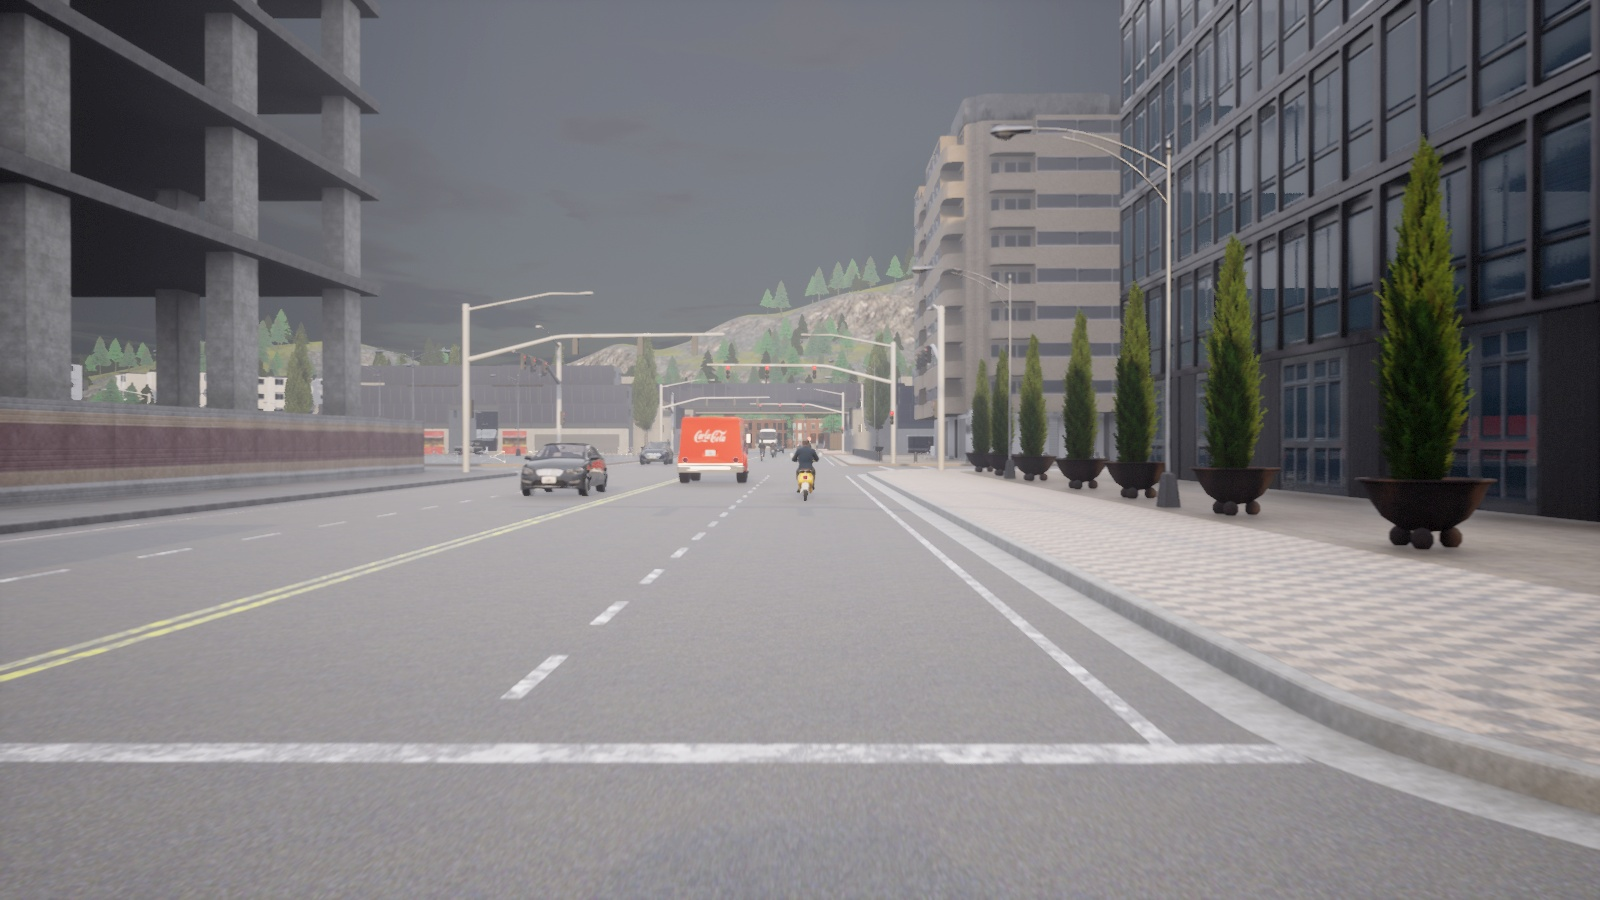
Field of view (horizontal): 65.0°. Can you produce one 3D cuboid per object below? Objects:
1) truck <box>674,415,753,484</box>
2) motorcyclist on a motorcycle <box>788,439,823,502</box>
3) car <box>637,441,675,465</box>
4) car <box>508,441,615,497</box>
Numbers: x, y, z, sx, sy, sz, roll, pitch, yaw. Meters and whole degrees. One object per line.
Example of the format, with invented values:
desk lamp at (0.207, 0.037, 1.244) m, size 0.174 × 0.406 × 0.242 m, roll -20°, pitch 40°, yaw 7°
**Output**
truck at (-3.214, -0.014, 47.694) m, size 2.627 × 2.467 × 5.204 m, roll 0°, pitch 0°, yaw 0°
motorcyclist on a motorcycle at (0.157, 0.514, 32.953) m, size 0.866 × 1.590 × 1.817 m, roll 0°, pitch 0°, yaw 1°
car at (-9.988, 0.176, 87.493) m, size 2.033 × 1.649 × 4.856 m, roll 0°, pitch 0°, yaw 0°
car at (-6.779, 0.493, 36.265) m, size 2.128 × 1.511 × 4.902 m, roll 0°, pitch 0°, yaw 0°
